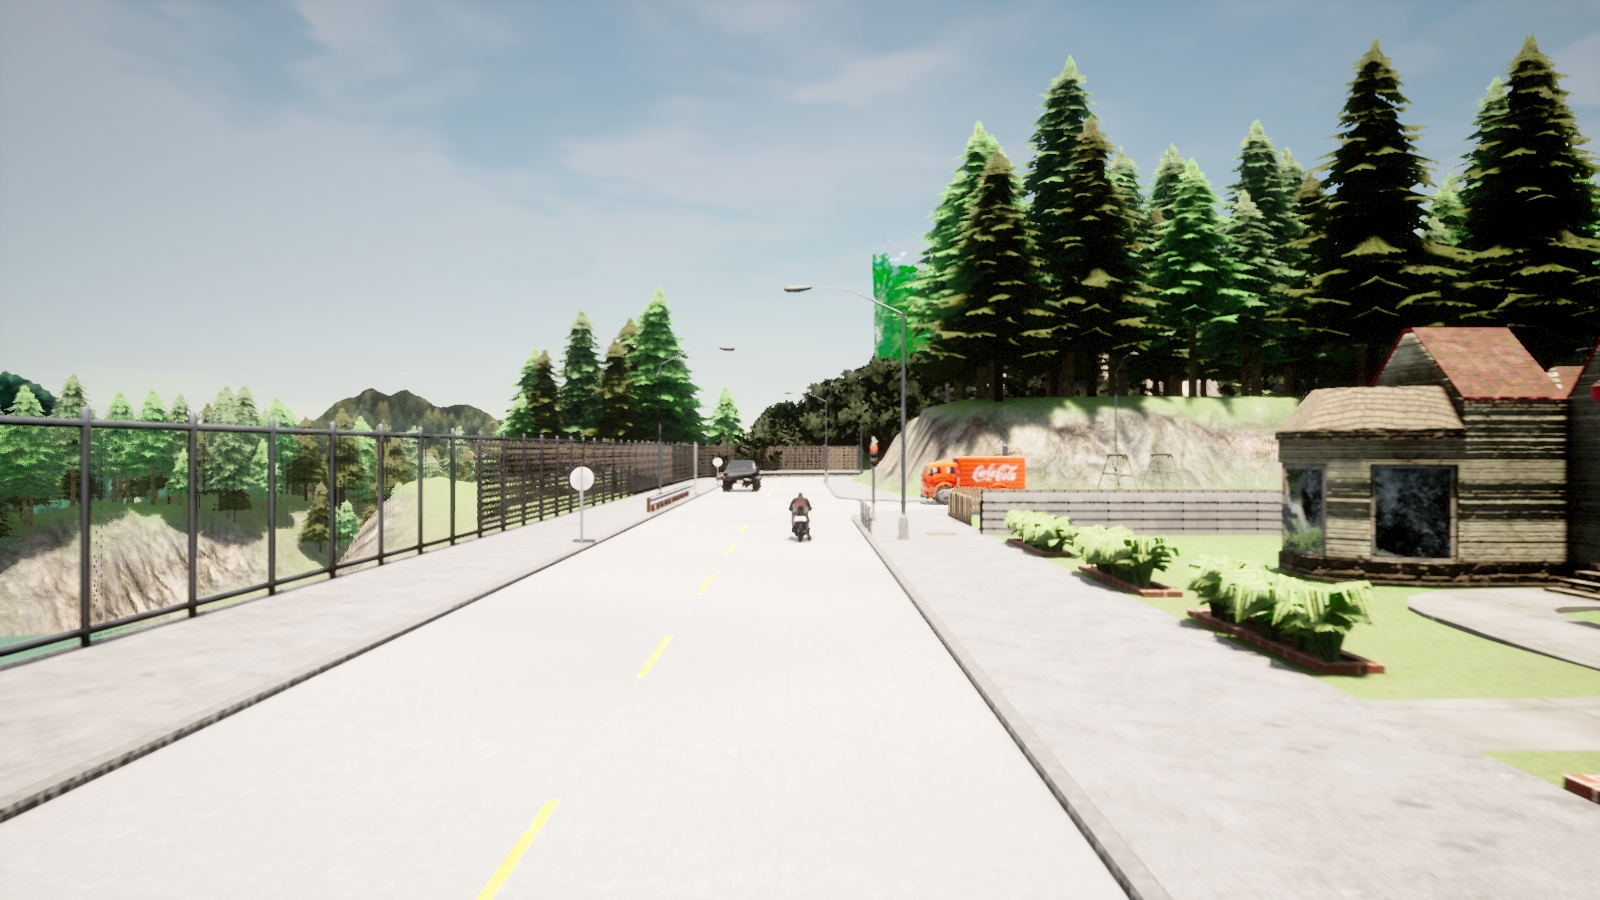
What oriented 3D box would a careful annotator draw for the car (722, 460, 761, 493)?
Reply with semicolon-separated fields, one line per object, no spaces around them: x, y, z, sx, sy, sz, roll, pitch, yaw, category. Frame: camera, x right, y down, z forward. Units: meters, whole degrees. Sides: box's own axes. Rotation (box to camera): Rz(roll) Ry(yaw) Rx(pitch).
-3.958;1.754;78.331;2.390;2.098;6.274;0;0;0;car

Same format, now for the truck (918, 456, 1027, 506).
8.821;1.564;58.791;5.204;2.467;2.627;0;0;0;truck

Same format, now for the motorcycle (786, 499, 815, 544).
0.014;2.205;35.570;0.867;1.251;2.209;0;0;0;motorcycle
